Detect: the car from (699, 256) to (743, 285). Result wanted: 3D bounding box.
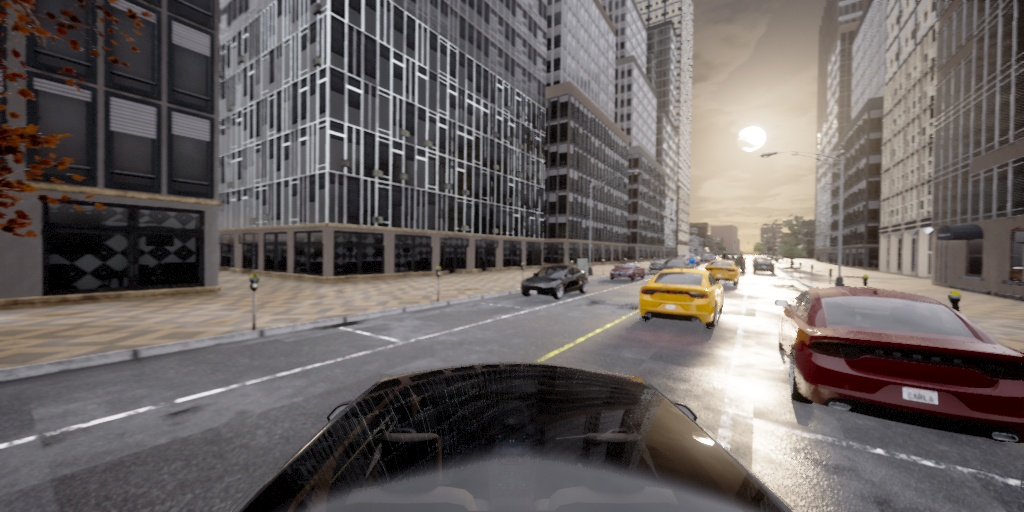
[{"bbox_3d":[14.147,1.025,24.118,1.882,1.535,5.008,1,1,34],"label":"car"}]

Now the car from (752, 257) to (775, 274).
[{"bbox_3d":[24.867,1.046,35.490,1.948,1.339,4.313,0,0,34],"label":"car"}]

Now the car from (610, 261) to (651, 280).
[{"bbox_3d":[8.413,1.036,25.964,1.802,1.307,4.207,0,0,34],"label":"car"}]

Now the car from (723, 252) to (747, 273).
[{"bbox_3d":[23.182,0.648,37.605,2.150,2.045,5.566,1,1,34],"label":"car"}]

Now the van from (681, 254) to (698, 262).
[{"bbox_3d":[24.239,0.581,49.622,1.690,1.789,3.998,0,0,34],"label":"van"}]

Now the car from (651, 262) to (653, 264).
[{"bbox_3d":[14.743,0.920,35.428,2.007,1.370,4.403,0,0,34],"label":"car"}]

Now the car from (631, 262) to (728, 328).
[{"bbox_3d":[5.465,1.136,11.299,1.882,1.535,5.008,1,1,34],"label":"car"}]

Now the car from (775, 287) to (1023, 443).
[{"bbox_3d":[5.455,1.226,5.640,1.882,1.535,5.008,1,1,34],"label":"car"}]

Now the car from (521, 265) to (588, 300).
[{"bbox_3d":[2.084,1.103,16.504,1.948,1.339,4.313,0,0,34],"label":"car"}]

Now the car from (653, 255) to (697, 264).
[{"bbox_3d":[12.580,0.953,27.504,1.882,1.535,5.008,1,1,34],"label":"car"}]

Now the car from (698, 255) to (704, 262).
[{"bbox_3d":[27.404,0.779,54.352,1.802,1.307,4.207,0,0,34],"label":"car"}]
